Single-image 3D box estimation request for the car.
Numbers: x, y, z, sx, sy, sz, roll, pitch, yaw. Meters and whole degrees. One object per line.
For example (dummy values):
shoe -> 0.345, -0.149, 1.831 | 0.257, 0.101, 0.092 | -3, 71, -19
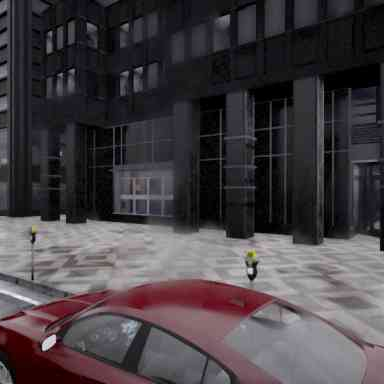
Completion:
car -> -0.227, 1.545, 3.124 | 4.507, 1.381, 1.887 | 0, 0, 35
